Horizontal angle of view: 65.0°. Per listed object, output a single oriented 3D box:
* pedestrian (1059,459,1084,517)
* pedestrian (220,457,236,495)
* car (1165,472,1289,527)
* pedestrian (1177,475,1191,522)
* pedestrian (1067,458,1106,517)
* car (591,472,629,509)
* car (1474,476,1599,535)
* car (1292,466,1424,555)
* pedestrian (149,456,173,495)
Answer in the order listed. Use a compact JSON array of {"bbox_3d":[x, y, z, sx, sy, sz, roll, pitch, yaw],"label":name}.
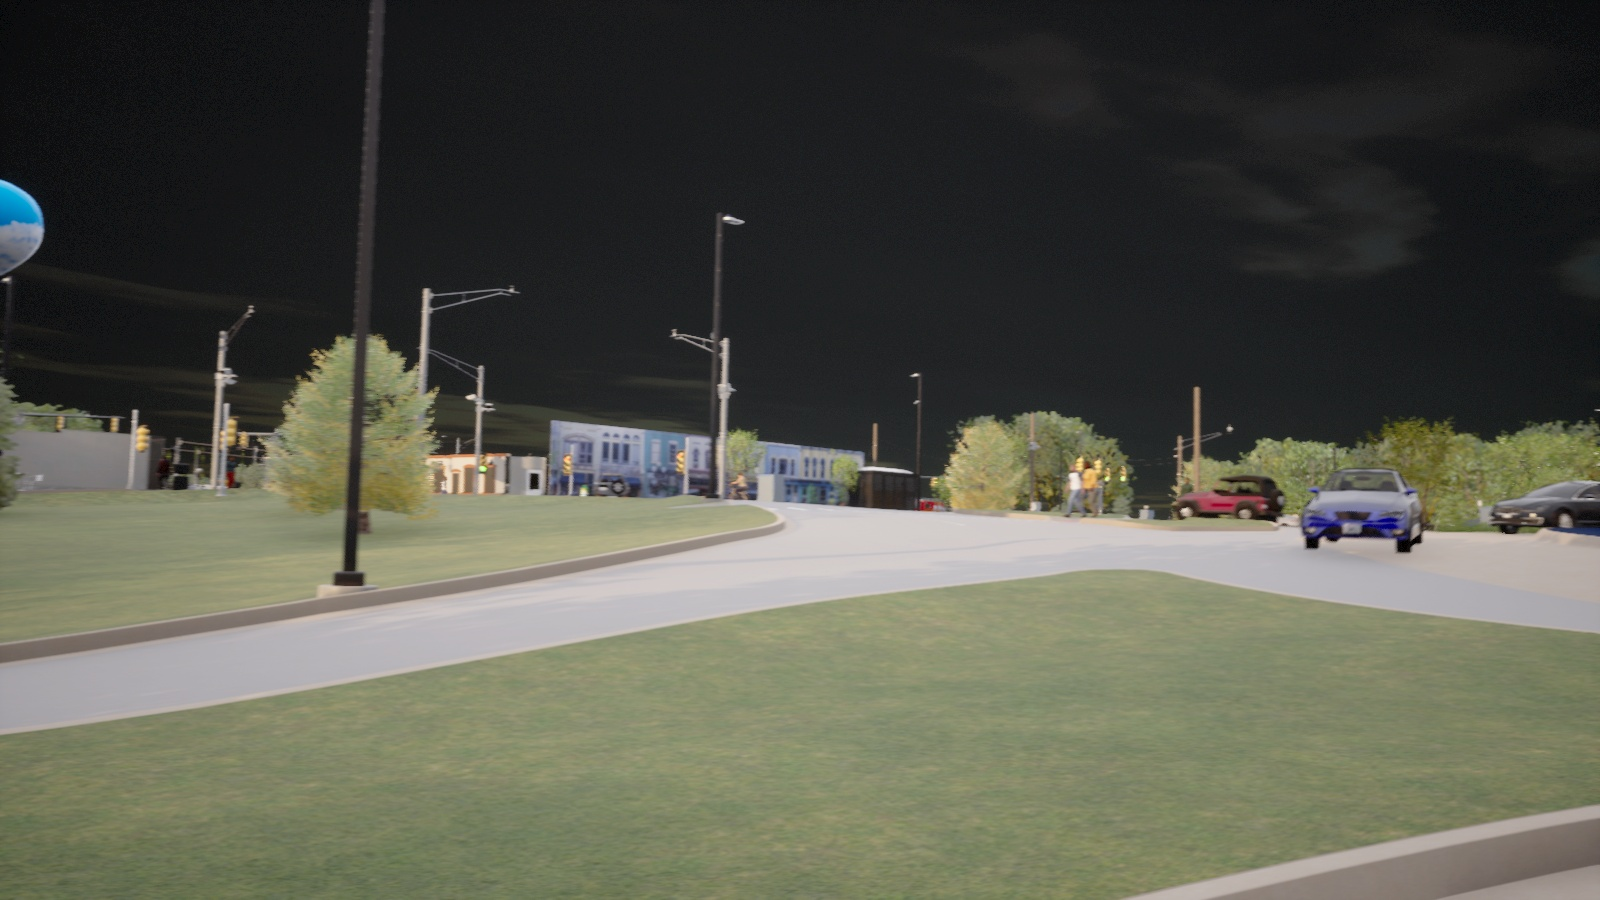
[{"bbox_3d":[8.861,1.244,40.957,0.706,1.836,0.354,3,-5,-23],"label":"pedestrian"},{"bbox_3d":[-28.137,1.277,61.761,0.614,1.847,0.353,-2,-5,37],"label":"pedestrian"},{"bbox_3d":[15.908,1.835,46.851,3.866,1.878,1.905,-1,-5,45],"label":"car"},{"bbox_3d":[15.297,1.929,49.995,0.353,1.847,0.614,-2,-5,36],"label":"pedestrian"},{"bbox_3d":[9.413,1.245,41.256,0.900,1.855,0.874,3,-4,-19],"label":"pedestrian"},{"bbox_3d":[-10.625,2.298,70.141,1.932,1.855,4.605,1,-4,-10],"label":"car"},{"bbox_3d":[20.992,1.531,34.178,4.892,1.490,1.837,2,-3,-19],"label":"car"},{"bbox_3d":[10.434,1.042,23.332,1.816,1.474,4.193,-1,-1,30],"label":"car"},{"bbox_3d":[-31.526,1.270,61.952,0.899,1.844,0.634,-2,-6,40],"label":"pedestrian"}]
